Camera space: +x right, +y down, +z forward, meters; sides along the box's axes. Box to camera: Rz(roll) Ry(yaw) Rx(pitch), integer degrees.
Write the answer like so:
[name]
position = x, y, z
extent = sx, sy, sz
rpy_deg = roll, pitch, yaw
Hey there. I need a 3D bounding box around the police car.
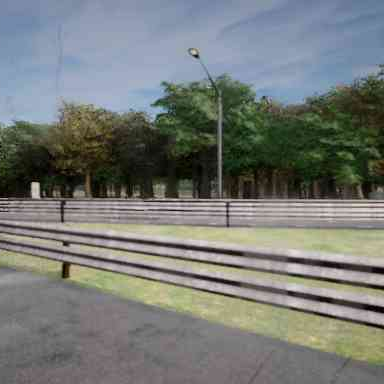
[police car]
position = -4.367, 1.209, 24.030
extent = 4.974, 1.542, 2.038
rpy_deg = 0, 0, 19
